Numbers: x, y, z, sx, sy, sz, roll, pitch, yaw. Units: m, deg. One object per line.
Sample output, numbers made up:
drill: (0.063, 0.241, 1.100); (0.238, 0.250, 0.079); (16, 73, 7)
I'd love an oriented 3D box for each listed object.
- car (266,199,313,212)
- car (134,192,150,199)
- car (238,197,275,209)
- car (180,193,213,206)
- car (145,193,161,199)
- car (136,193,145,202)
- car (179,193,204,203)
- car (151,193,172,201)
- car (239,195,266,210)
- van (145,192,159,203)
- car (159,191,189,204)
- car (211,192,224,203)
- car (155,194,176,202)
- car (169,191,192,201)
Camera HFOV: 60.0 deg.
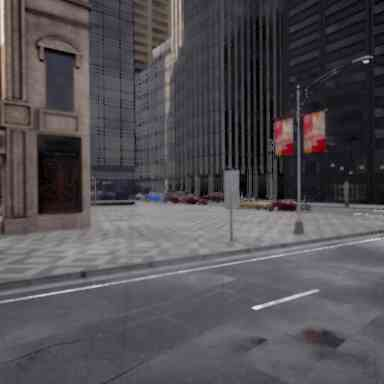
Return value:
car: (10.490, 1.406, 35.023); (1.887, 1.381, 4.507); (0, 1, -36)
car: (-12.218, 0.836, 81.058); (1.887, 1.381, 4.507); (0, 1, -36)
car: (8.216, 1.367, 42.877); (1.895, 1.301, 4.718); (-1, 1, -36)
car: (0.615, 1.264, 48.707); (1.887, 1.381, 4.507); (0, 1, -36)
car: (-8.927, 0.931, 76.498); (1.802, 1.307, 4.206); (0, 1, -36)
car: (-9.260, 1.112, 62.390); (2.008, 1.369, 4.403); (0, 1, -36)
car: (-0.138, 1.056, 59.824); (2.128, 1.511, 4.902); (-1, 1, -35)
car: (-6.364, 0.952, 68.374); (2.128, 1.511, 4.902); (-1, 1, -36)
car: (7.297, 1.343, 39.446); (1.752, 1.417, 4.829); (0, 1, -36)
van: (-5.968, 0.957, 57.828); (1.690, 1.788, 3.998); (0, 1, -36)
car: (-2.676, 0.983, 53.266); (2.192, 1.841, 5.009); (0, 1, -36)
car: (4.239, 0.883, 58.252); (2.192, 1.841, 5.009); (0, 1, -36)
car: (-4.928, 1.127, 61.243); (1.994, 1.385, 4.181); (-1, 1, -36)
car: (-2.343, 0.777, 67.374); (2.192, 1.841, 5.009); (0, 1, -36)
